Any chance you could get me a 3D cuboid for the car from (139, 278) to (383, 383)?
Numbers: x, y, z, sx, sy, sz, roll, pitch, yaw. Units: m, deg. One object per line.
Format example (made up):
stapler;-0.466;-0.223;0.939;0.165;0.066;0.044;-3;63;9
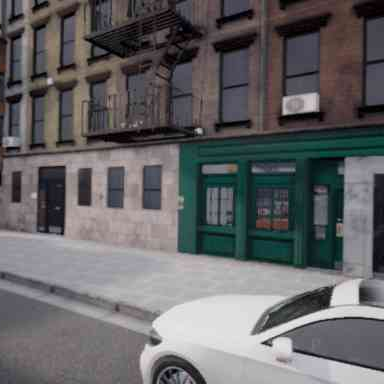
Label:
car;1.655;1.584;3.072;4.674;1.442;1.812;1;0;33
